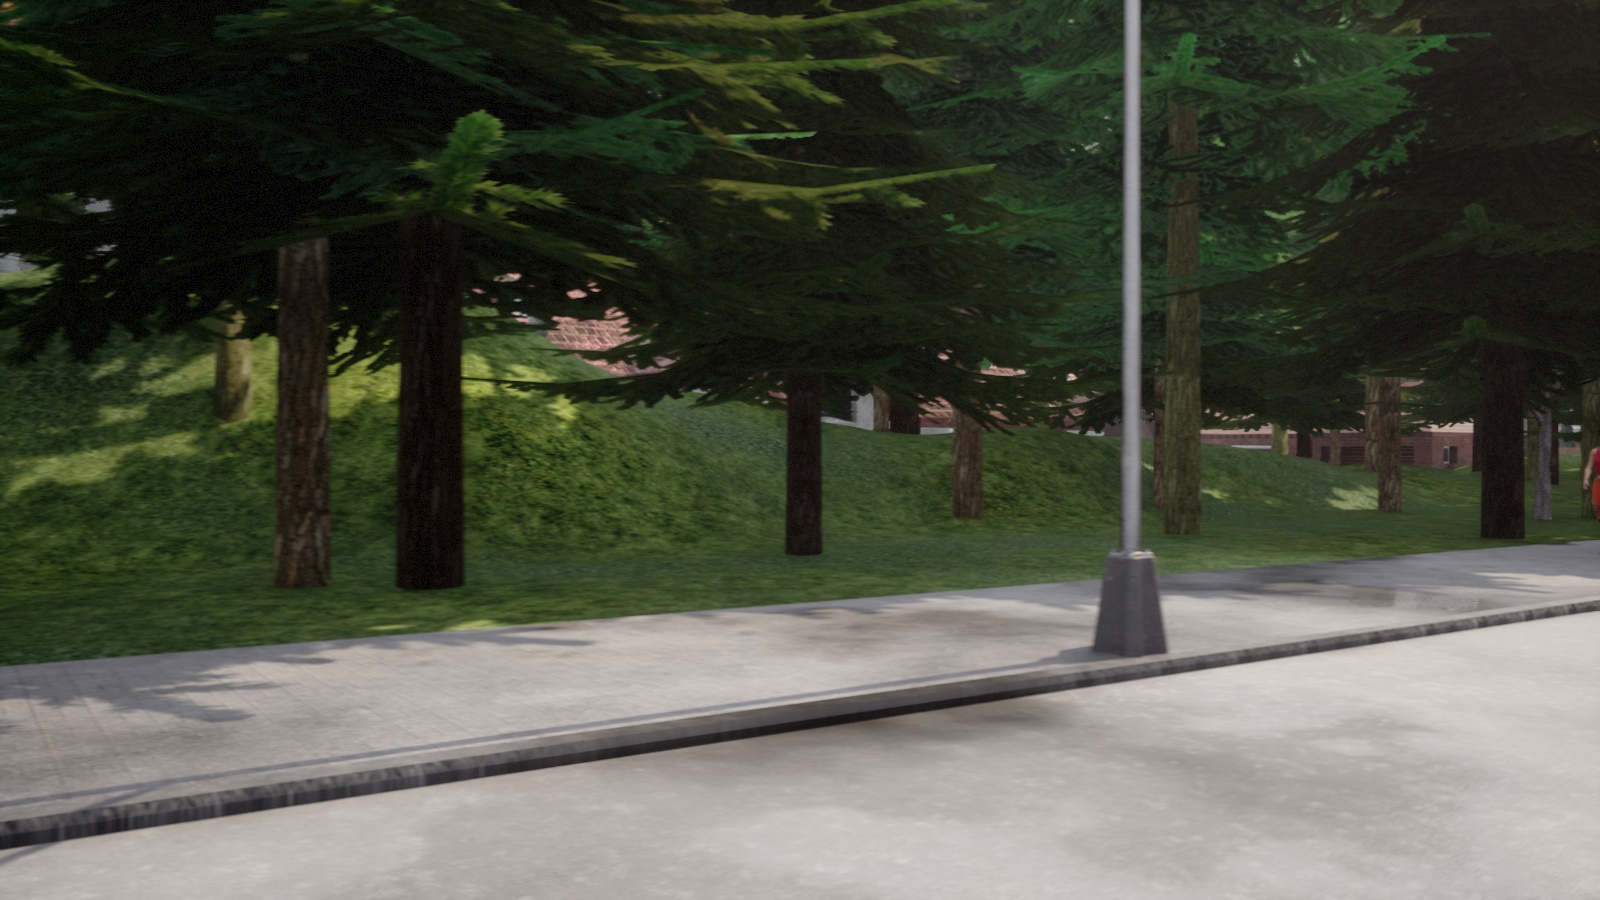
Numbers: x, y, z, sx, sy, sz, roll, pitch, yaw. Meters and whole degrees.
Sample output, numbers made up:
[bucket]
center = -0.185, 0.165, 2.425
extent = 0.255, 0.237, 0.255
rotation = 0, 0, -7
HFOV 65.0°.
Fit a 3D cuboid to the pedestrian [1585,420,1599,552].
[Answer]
[pedestrian]
center = 11.394, 0.506, 17.732
extent = 0.594, 1.836, 0.345
rotation = 0, 0, -40
